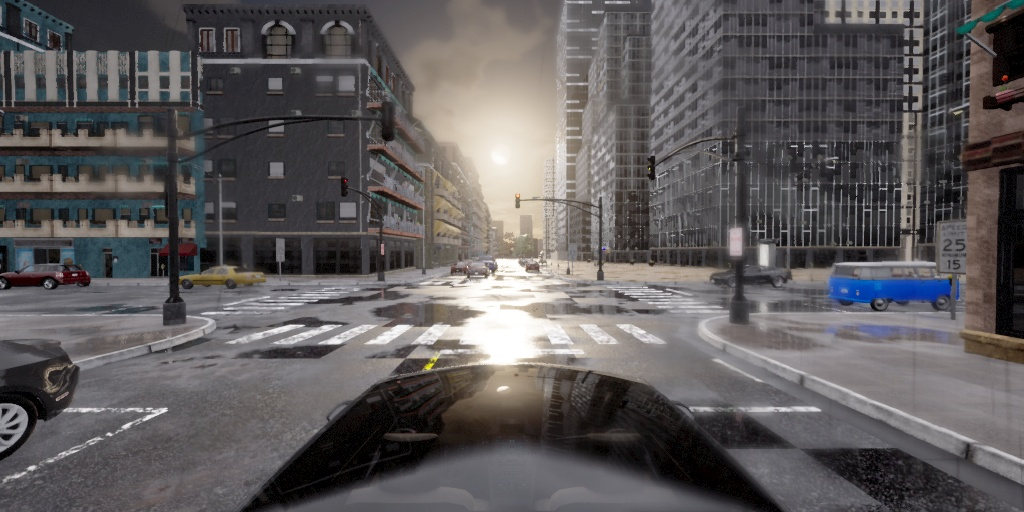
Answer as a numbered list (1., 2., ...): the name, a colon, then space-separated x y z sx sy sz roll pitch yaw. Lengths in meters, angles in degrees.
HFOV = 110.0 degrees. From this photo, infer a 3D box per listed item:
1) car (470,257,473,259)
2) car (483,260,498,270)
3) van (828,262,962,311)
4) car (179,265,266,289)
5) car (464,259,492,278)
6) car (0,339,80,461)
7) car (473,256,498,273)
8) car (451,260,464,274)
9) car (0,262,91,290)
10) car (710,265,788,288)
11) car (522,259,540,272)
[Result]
1. car: -5.775 1.184 45.854 1.967 1.591 4.097 0 0 0
2. car: -3.184 1.309 54.061 1.994 1.385 4.181 0 0 0
3. van: 14.667 1.117 13.834 3.998 1.789 1.690 0 0 0
4. car: -17.921 1.247 22.099 4.829 1.417 1.751 0 0 0
5. car: -3.160 1.270 34.181 1.812 1.442 4.674 0 0 0
6. car: -5.691 1.300 2.139 2.007 1.370 4.403 0 0 0
7. car: -3.175 0.966 44.087 2.150 2.045 5.566 0 0 0
8. car: -5.764 1.289 40.205 1.888 1.381 4.507 0 0 0
9. car: -28.819 1.189 22.060 4.097 1.591 1.967 0 0 0
10. car: 14.637 1.216 22.214 4.313 1.339 1.948 0 0 0
11. car: 2.573 1.289 45.928 1.888 1.381 4.507 0 0 0
